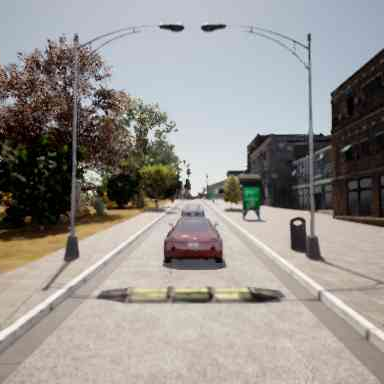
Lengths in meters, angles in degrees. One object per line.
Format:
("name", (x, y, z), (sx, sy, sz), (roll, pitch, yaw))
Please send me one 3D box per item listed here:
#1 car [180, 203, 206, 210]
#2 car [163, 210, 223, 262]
("car", (0.084, 1.577, 25.364), (2.033, 1.411, 5.357), (0, 0, 1))
("car", (0.067, 1.601, 12.275), (1.994, 1.385, 4.181), (0, 0, 1))
